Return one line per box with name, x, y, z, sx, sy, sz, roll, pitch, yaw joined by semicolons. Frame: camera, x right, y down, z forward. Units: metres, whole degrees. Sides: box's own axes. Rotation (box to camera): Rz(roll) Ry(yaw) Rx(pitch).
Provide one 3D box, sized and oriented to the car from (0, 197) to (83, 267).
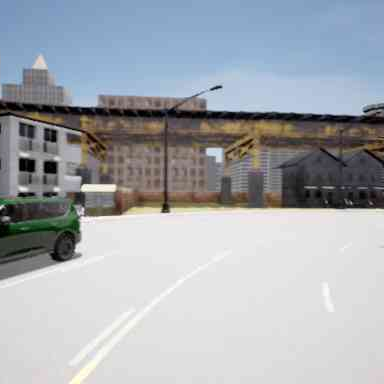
car;-5.460;1.175;9.423;2.150;2.045;5.566;0;0;18
